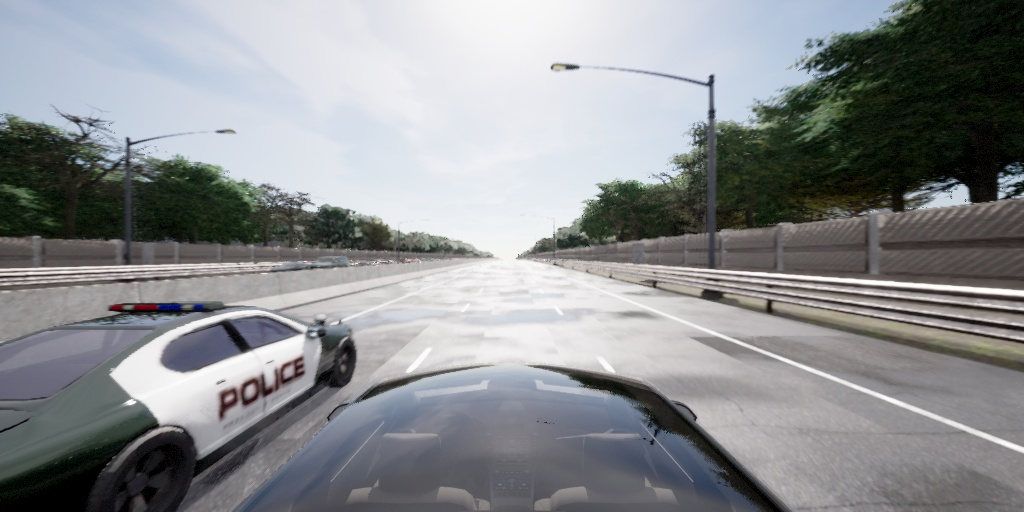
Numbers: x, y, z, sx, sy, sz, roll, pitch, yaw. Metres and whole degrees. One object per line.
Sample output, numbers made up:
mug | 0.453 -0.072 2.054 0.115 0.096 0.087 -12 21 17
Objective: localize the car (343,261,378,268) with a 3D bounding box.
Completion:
car | -14.183 1.397 34.883 1.895 1.301 4.718 0 0 0

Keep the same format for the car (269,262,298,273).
car | -21.181 1.289 34.674 1.882 1.535 5.008 0 0 0

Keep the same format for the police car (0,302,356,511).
police car | -3.524 1.280 4.059 2.038 1.542 4.974 0 0 0

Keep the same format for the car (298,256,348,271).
car | -17.683 1.025 34.650 2.150 2.045 5.566 0 0 0
